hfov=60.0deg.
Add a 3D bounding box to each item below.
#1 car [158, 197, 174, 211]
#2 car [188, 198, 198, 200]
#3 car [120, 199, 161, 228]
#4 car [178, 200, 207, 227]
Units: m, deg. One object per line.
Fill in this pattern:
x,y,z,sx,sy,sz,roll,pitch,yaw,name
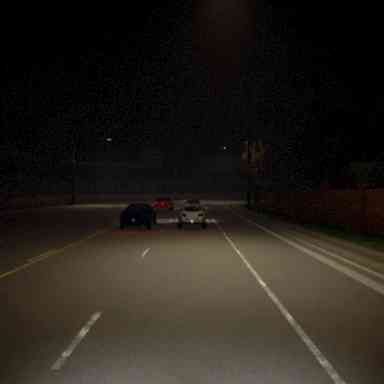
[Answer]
-3.379,1.371,40.771,2.097,1.767,4.553,0,0,1,car
0.167,1.543,42.272,1.812,1.442,4.674,0,0,2,car
-3.480,1.508,22.303,1.882,1.535,5.008,0,0,0,car
0.022,1.555,22.751,1.812,1.442,4.674,0,0,1,car
